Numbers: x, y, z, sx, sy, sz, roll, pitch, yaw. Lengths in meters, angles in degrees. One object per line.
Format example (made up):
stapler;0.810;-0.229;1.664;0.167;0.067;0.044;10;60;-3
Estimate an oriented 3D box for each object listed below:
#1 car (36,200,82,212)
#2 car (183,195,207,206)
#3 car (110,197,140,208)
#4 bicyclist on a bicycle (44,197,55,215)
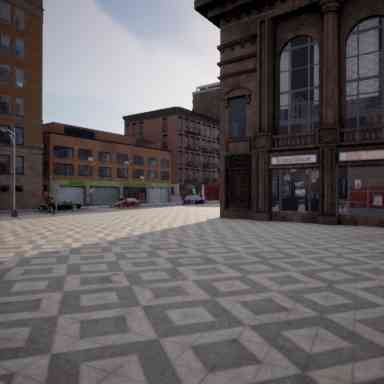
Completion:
car;-15.158;1.571;38.059;1.895;1.301;4.718;0;0;36
car;0.475;1.306;54.262;2.097;1.767;4.553;0;1;36
car;-9.259;1.485;46.213;1.812;1.442;4.674;0;0;36
bicyclist on a bicycle;-13.015;1.287;30.369;1.656;1.620;0.582;0;0;36
